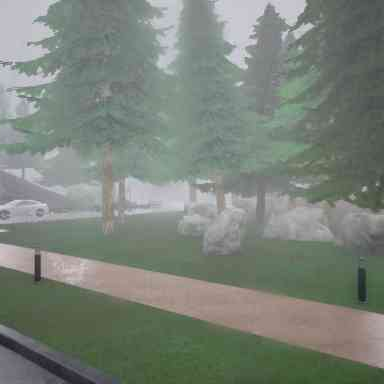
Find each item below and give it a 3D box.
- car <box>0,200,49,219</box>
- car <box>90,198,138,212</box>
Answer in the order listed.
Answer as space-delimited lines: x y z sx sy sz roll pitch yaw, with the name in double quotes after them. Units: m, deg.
-14.179 1.363 27.340 1.812 1.442 4.674 0 0 35 "car"
-8.201 1.385 35.671 2.033 1.411 5.357 0 0 36 "car"
